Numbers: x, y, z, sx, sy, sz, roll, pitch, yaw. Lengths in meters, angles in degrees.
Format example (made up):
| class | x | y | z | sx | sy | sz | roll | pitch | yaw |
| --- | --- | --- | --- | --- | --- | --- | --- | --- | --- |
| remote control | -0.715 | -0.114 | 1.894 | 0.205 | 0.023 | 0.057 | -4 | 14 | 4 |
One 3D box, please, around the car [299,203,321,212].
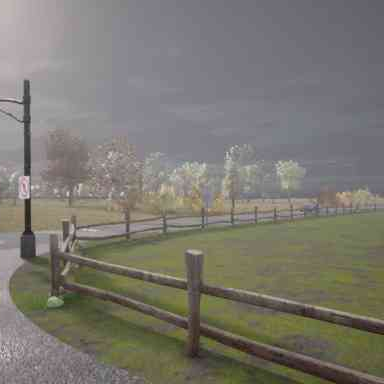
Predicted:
| class | x | y | z | sx | sy | sz | roll | pitch | yaw |
| --- | --- | --- | --- | --- | --- | --- | --- | --- | --- |
| car | 18.929 | 2.448 | 52.965 | 2.033 | 1.411 | 5.357 | -1 | -2 | 40 |
